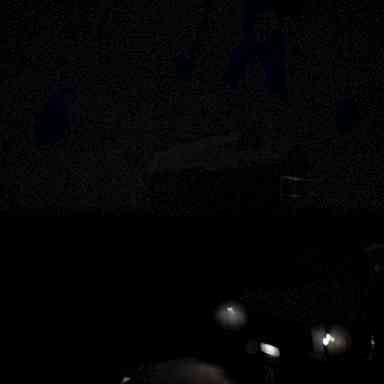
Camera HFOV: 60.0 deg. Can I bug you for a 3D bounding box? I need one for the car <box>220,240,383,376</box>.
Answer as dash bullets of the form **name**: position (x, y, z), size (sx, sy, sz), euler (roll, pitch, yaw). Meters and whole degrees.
- **car**: position (2.842, 1.650, 6.174), size (2.033, 1.411, 5.357), euler (-2, -2, 44)
